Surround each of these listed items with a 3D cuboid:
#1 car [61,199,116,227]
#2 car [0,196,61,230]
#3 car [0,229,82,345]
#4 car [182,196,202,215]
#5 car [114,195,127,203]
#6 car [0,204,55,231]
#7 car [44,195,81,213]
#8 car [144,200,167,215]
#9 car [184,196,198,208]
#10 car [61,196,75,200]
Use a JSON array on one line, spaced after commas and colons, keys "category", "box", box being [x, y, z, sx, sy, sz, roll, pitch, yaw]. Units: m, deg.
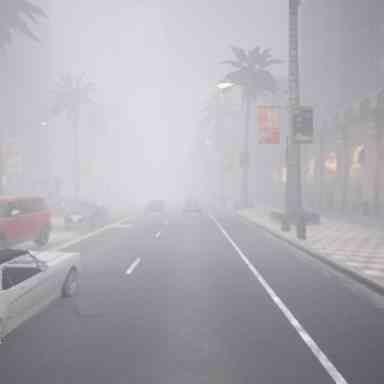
[{"category": "car", "box": [-7.012, 1.414, 22.520, 2.128, 1.511, 4.902, 0, 0, 1]}, {"category": "car", "box": [-7.075, 1.180, 12.109, 2.150, 2.045, 5.566, 0, 0, 0]}, {"category": "car", "box": [-3.400, 1.582, 5.419, 1.895, 1.301, 4.718, 0, 0, 0]}, {"category": "car", "box": [0.018, 1.435, 32.330, 2.033, 1.411, 5.357, 0, 0, 0]}, {"category": "car", "box": [-13.913, 1.258, 64.553, 2.231, 1.521, 4.892, 0, 0, -1]}, {"category": "car", "box": [-10.514, 1.529, 20.895, 1.895, 1.301, 4.718, 0, 0, 1]}, {"category": "car", "box": [-13.613, 1.233, 35.179, 2.185, 1.767, 4.553, 0, 0, -1]}, {"category": "car", "box": [-3.483, 1.435, 32.417, 2.033, 1.411, 5.357, 0, 0, 0]}, {"category": "car", "box": [-0.098, 1.345, 45.941, 1.837, 1.490, 4.892, 0, 0, 0]}, {"category": "car", "box": [-10.538, 1.383, 31.285, 2.128, 1.511, 4.902, 0, 0, 0]}]
